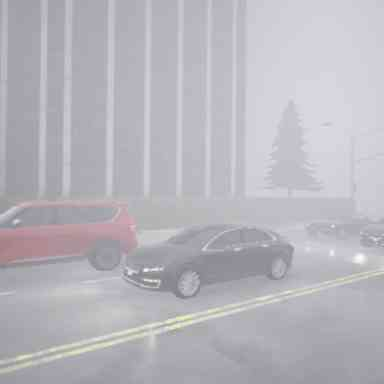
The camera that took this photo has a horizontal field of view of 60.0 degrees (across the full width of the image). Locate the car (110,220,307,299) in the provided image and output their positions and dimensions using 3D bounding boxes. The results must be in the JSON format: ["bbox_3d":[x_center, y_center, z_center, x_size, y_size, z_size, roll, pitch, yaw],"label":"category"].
[{"bbox_3d":[0.631,1.577,8.704,4.892,1.490,1.837,2,-1,-35],"label":"car"}]

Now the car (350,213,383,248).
[{"bbox_3d":[9.414,1.717,14.857,4.892,1.490,1.837,1,-1,-35],"label":"car"}]

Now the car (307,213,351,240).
[{"bbox_3d":[8.377,1.827,18.394,4.718,1.301,1.895,1,-1,-35],"label":"car"}]

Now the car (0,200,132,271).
[{"bbox_3d":[-4.276,1.246,9.534,5.566,2.045,2.150,1,-1,-35],"label":"car"}]
